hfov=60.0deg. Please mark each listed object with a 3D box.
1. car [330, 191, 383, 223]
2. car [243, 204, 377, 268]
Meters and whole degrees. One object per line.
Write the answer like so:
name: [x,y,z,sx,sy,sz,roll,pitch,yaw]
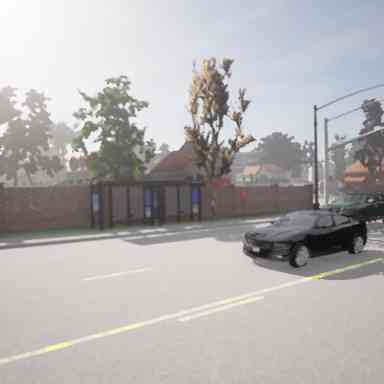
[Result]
car: [9.902,0.968,19.701,5.566,2.045,2.150,-1,0,-35]
car: [3.883,1.374,11.103,5.008,1.535,1.882,-1,0,-36]
